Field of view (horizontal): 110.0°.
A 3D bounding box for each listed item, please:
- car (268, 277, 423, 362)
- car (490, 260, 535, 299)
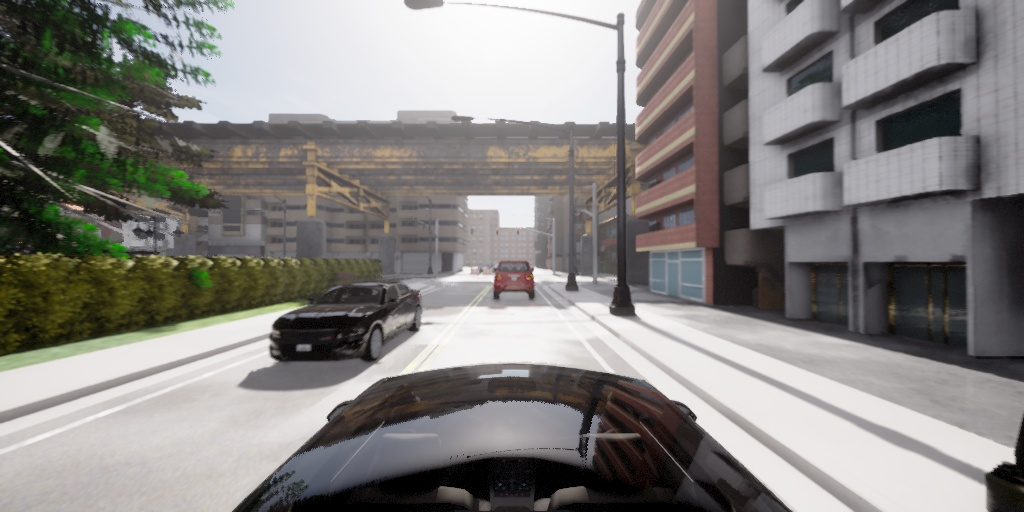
[{"bbox_3d":[-3.573,1.327,8.678,1.882,1.535,5.008,0,0,0],"label":"car"},{"bbox_3d":[0.103,1.238,20.275,2.150,2.045,5.566,0,-1,0],"label":"car"}]
